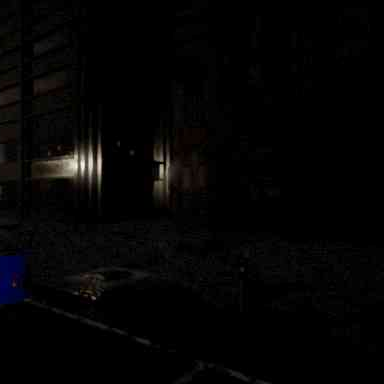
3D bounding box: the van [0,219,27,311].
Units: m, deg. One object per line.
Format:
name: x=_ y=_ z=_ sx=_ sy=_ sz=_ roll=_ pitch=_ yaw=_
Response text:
van: x=-4.896 y=1.338 z=6.454 sx=3.998 sy=1.788 sz=1.690 roll=0 pitch=0 yaw=35
